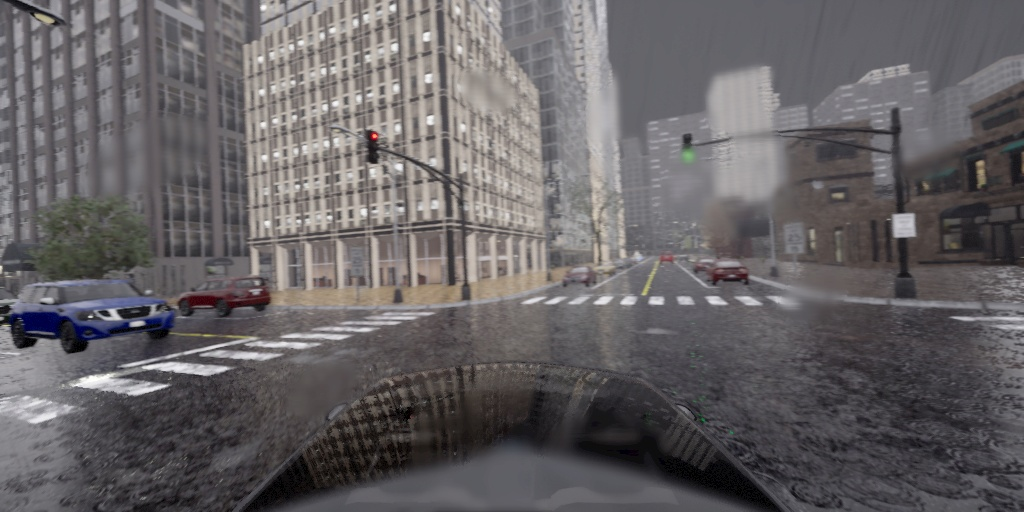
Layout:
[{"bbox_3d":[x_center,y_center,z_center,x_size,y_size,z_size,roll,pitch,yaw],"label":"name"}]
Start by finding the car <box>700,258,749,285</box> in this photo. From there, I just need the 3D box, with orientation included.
[{"bbox_3d":[12.319,0.873,20.684,1.888,1.381,4.507,0,0,23],"label":"car"}]

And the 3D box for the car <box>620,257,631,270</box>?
[{"bbox_3d":[13.151,1.034,44.364,2.007,1.370,4.403,0,0,23],"label":"car"}]

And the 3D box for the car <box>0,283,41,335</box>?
[{"bbox_3d":[-23.336,2.341,15.490,5.566,2.045,2.150,-3,-1,22],"label":"car"}]

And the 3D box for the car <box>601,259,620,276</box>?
[{"bbox_3d":[8.808,1.123,33.985,1.751,1.417,4.829,0,0,23],"label":"car"}]

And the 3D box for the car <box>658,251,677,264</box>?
[{"bbox_3d":[25.389,0.264,58.960,2.150,2.045,5.566,-3,-1,23],"label":"car"}]

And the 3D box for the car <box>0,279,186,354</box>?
[{"bbox_3d":[-13.593,1.786,11.582,5.566,2.045,2.150,-3,-1,22],"label":"car"}]

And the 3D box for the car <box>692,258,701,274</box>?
[{"bbox_3d":[16.596,0.795,30.907,1.802,1.307,4.207,0,0,23],"label":"car"}]

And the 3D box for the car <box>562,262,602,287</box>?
[{"bbox_3d":[4.597,1.295,23.919,1.802,1.307,4.207,0,0,23],"label":"car"}]

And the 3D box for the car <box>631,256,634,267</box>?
[{"bbox_3d":[15.289,0.993,49.475,1.948,1.339,4.313,0,0,23],"label":"car"}]

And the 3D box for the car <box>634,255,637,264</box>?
[{"bbox_3d":[17.428,0.939,54.586,1.948,1.339,4.313,0,0,23],"label":"car"}]

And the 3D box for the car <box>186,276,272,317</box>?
[{"bbox_3d":[-14.502,2.004,18.194,5.009,1.841,2.192,0,0,22],"label":"car"}]
